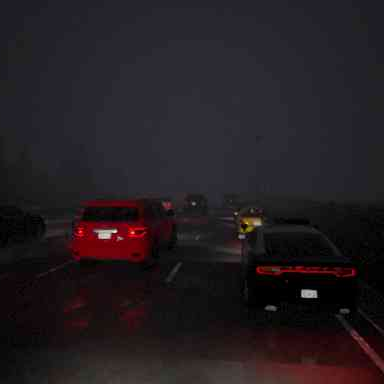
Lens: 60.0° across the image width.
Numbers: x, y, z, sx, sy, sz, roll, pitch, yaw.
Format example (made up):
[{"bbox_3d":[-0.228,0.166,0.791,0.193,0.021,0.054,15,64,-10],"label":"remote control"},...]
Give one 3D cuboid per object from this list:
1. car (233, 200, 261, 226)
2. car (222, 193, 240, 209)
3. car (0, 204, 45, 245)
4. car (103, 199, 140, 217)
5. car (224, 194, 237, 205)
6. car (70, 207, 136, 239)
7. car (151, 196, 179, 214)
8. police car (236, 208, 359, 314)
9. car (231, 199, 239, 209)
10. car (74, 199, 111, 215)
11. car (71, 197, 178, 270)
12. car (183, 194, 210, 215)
[{"bbox_3d":[3.279,1.440,17.893,1.801,1.575,5.366,0,0,6],"label":"car"},{"bbox_3d":[5.123,1.181,43.776,2.150,2.045,5.566,0,0,7],"label":"car"},{"bbox_3d":[-8.578,1.329,14.897,2.097,1.767,4.553,0,0,6],"label":"car"},{"bbox_3d":[-6.656,1.452,32.059,2.128,1.511,4.902,0,0,6],"label":"car"},{"bbox_3d":[6.731,1.298,58.142,2.097,1.767,4.553,0,0,6],"label":"car"},{"bbox_3d":[-4.681,1.578,18.239,1.895,1.301,4.718,0,0,6],"label":"car"},{"bbox_3d":[-2.794,1.313,35.084,2.097,1.767,4.553,0,0,7],"label":"car"},{"bbox_3d":[2.157,1.419,7.876,1.930,1.638,5.238,0,0,6],"label":"police car"},{"bbox_3d":[3.925,1.485,23.667,1.837,1.490,4.892,0,0,6],"label":"car"},{"bbox_3d":[-9.989,1.460,33.743,1.837,1.490,4.892,0,0,6],"label":"car"},{"bbox_3d":[-1.946,1.210,11.249,2.150,2.045,5.566,0,0,7],"label":"car"},{"bbox_3d":[0.482,1.187,32.885,2.150,2.045,5.566,0,0,6],"label":"car"}]
